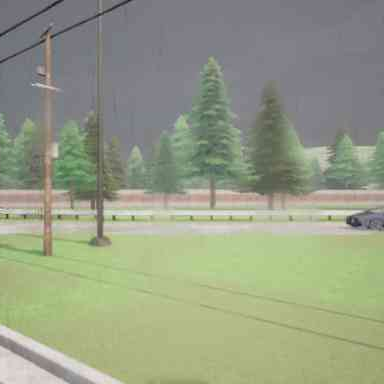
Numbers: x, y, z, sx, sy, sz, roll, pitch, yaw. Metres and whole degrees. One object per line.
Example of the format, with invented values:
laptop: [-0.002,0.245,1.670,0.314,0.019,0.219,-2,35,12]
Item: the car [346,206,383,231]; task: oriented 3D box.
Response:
car: [11.609,1.564,20.099,4.181,1.385,1.994,0,0,-6]
